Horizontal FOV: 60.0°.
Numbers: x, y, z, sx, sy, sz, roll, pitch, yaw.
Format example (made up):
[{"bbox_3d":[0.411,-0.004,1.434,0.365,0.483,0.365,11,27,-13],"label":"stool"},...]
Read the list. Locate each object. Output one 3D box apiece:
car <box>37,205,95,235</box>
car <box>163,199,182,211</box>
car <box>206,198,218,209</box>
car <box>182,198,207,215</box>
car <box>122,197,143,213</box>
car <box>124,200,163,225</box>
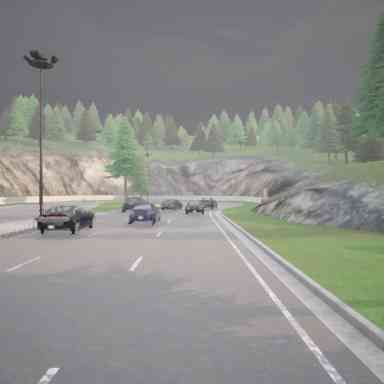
[{"bbox_3d":[-6.897,1.491,18.744,2.128,1.511,4.902,0,0,0],"label":"car"},{"bbox_3d":[-2.409,1.547,40.473,2.033,1.411,5.357,0,0,11],"label":"car"},{"bbox_3d":[2.223,1.491,44.511,2.128,1.511,4.902,0,0,15],"label":"car"},{"bbox_3d":[0.344,1.601,34.355,1.895,1.301,4.718,0,0,3],"label":"car"},{"bbox_3d":[-6.332,1.352,37.683,2.097,1.767,4.553,0,0,6],"label":"car"},{"bbox_3d":[-3.393,1.526,24.266,1.812,1.442,4.674,0,0,0],"label":"car"}]
